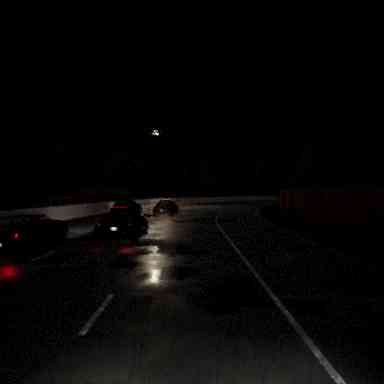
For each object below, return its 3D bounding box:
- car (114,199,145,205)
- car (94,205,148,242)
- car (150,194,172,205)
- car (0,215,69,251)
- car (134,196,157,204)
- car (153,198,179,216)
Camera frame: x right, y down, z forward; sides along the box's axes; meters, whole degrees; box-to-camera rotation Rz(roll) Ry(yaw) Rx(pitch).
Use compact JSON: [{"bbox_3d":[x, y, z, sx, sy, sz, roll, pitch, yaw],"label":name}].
[{"bbox_3d":[-6.139,1.509,31.652,1.837,1.490,4.892,0,0,6],"label":"car"},{"bbox_3d":[-3.392,1.566,16.460,1.994,1.385,4.181,0,0,0],"label":"car"},{"bbox_3d":[-5.671,1.360,61.218,2.097,1.767,4.553,0,0,23],"label":"car"},{"bbox_3d":[-6.900,1.603,14.141,1.895,1.301,4.718,0,0,0],"label":"car"},{"bbox_3d":[-8.696,1.502,63.083,2.128,1.511,4.902,0,0,23],"label":"car"},{"bbox_3d":[-2.516,1.530,32.614,1.812,1.442,4.674,0,0,7],"label":"car"}]
